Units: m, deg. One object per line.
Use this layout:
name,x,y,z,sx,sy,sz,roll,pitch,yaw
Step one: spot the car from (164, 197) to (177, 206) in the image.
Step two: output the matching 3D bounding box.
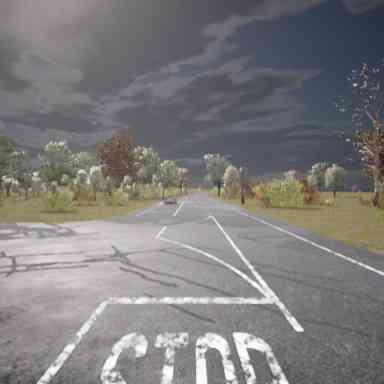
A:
car,-3.456,1.510,53.927,1.994,1.385,4.181,0,0,0
